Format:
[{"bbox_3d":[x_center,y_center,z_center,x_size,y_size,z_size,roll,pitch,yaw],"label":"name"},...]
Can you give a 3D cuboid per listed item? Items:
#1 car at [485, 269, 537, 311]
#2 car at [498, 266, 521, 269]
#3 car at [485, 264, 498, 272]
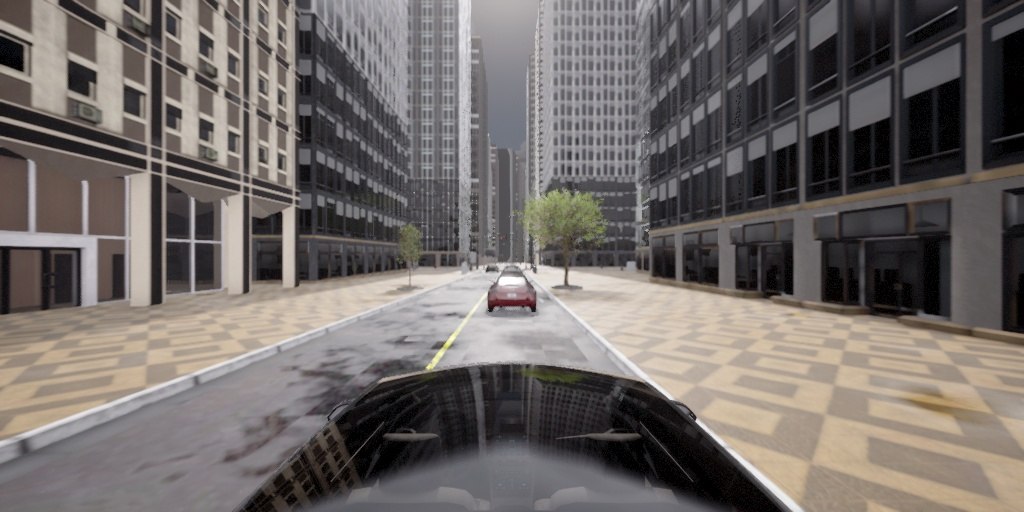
[{"bbox_3d":[0.016,1.451,15.333,1.994,1.385,4.181,0,0,0],"label":"car"},{"bbox_3d":[0.015,1.550,30.339,1.837,1.490,4.892,0,0,0],"label":"car"},{"bbox_3d":[-3.019,1.911,54.651,1.895,1.301,4.718,0,-1,0],"label":"car"}]
